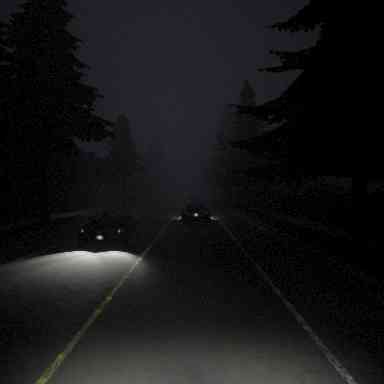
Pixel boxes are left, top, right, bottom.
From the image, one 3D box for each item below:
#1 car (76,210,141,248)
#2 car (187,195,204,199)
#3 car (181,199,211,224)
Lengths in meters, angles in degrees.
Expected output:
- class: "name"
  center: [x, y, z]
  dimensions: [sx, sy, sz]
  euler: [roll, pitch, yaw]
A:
- class: "car"
  center: [-3.397, 1.474, 14.250]
  dimensions: [1.994, 1.385, 4.181]
  euler: [0, 0, 0]
- class: "car"
  center: [0.417, 1.105, 40.919]
  dimensions: [2.097, 1.767, 4.553]
  euler: [0, 0, 1]
- class: "car"
  center: [0.277, 1.424, 23.219]
  dimensions: [1.994, 1.385, 4.181]
  euler: [0, 0, 0]
